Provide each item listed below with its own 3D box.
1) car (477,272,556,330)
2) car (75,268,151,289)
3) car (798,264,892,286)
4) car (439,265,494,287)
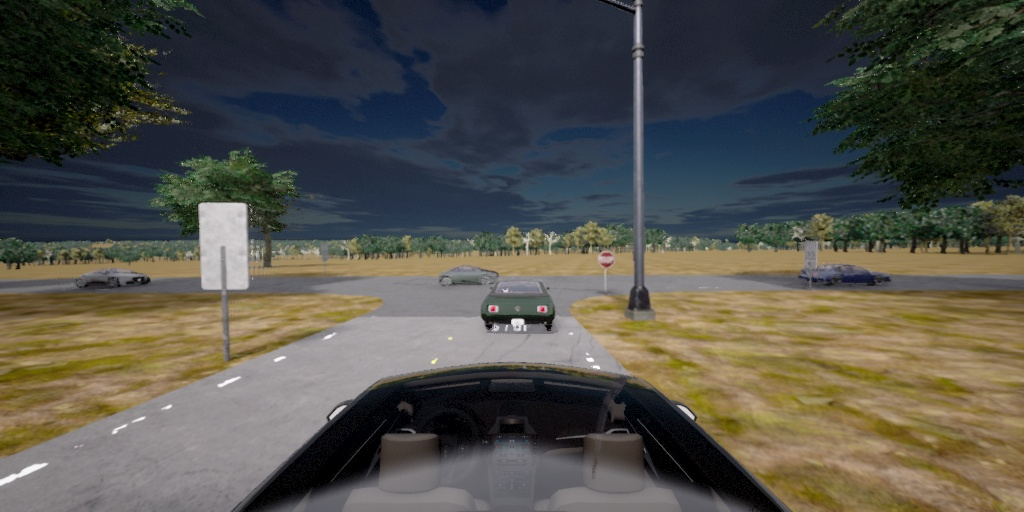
[{"bbox_3d":[0.245,1.340,11.083,1.895,1.301,4.718,0,0,2],"label":"car"},{"bbox_3d":[-29.178,1.580,26.286,4.181,1.385,1.994,-1,2,4],"label":"car"},{"bbox_3d":[23.147,1.265,25.058,5.357,1.411,2.033,0,2,-2],"label":"car"},{"bbox_3d":[-2.979,1.332,25.016,4.181,1.385,1.994,-1,0,1],"label":"car"}]
